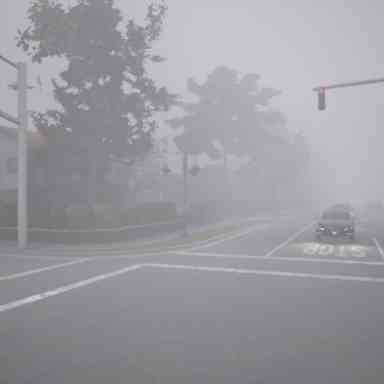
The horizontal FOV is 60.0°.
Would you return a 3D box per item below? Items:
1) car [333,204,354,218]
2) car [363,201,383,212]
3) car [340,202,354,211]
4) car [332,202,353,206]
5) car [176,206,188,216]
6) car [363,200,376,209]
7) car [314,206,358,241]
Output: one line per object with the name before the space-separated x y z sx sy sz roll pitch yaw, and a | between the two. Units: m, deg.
car | 16.586 2.051 36.346 1.994 1.385 4.181 -1 -1 26
car | 26.124 2.079 47.710 2.128 1.511 4.902 -1 -1 26
car | 25.542 2.323 54.820 1.994 1.385 4.181 -1 -1 26
car | 12.273 1.723 27.370 2.097 1.767 4.553 -1 -1 26
car | -2.378 1.860 35.657 3.806 1.475 1.970 -1 -1 26
car | 31.185 2.243 58.501 1.812 1.442 4.674 -1 -1 26
car | 7.964 1.759 18.372 1.837 1.490 4.892 -1 -1 26
